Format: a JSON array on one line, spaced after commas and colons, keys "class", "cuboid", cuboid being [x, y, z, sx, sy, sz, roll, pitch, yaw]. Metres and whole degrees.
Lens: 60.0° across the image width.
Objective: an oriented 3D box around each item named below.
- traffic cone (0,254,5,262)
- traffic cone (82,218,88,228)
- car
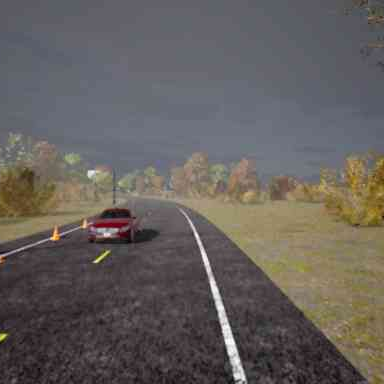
[{"class": "traffic cone", "cuboid": [-6.200, 1.929, 10.587, 0.340, 0.580, 0.340, 0, 0, -2]}, {"class": "traffic cone", "cuboid": [-6.580, 1.903, 20.509, 0.340, 0.580, 0.340, 0, 0, -3]}, {"class": "car", "cuboid": [-3.554, 1.482, 15.884, 1.812, 1.442, 4.674, 0, 0, -2]}]
